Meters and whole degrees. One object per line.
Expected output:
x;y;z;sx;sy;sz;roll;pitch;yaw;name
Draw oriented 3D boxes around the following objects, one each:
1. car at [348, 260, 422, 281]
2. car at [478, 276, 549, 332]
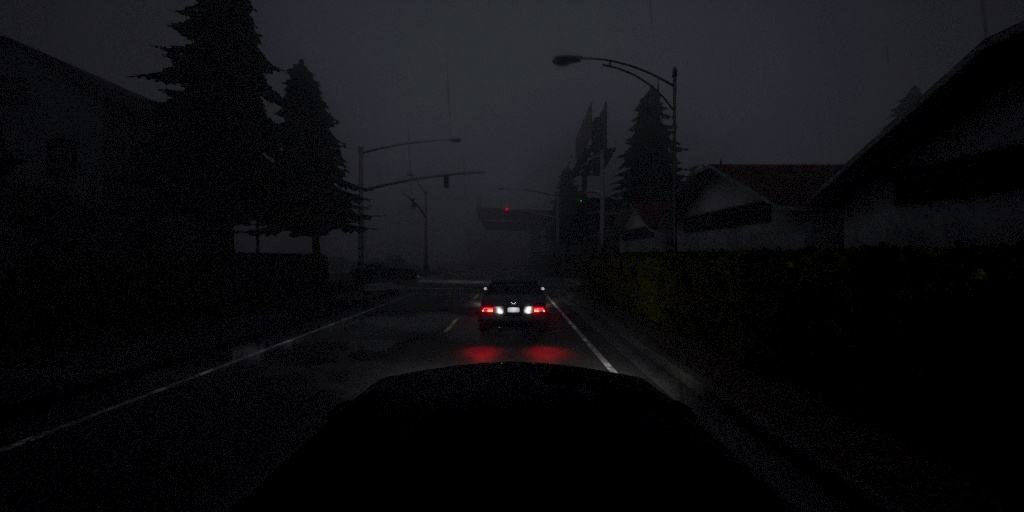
-9.081;1.159;26.319;4.718;1.301;1.895;0;0;0;car
0.058;1.297;10.837;2.033;1.411;5.357;0;0;1;car
